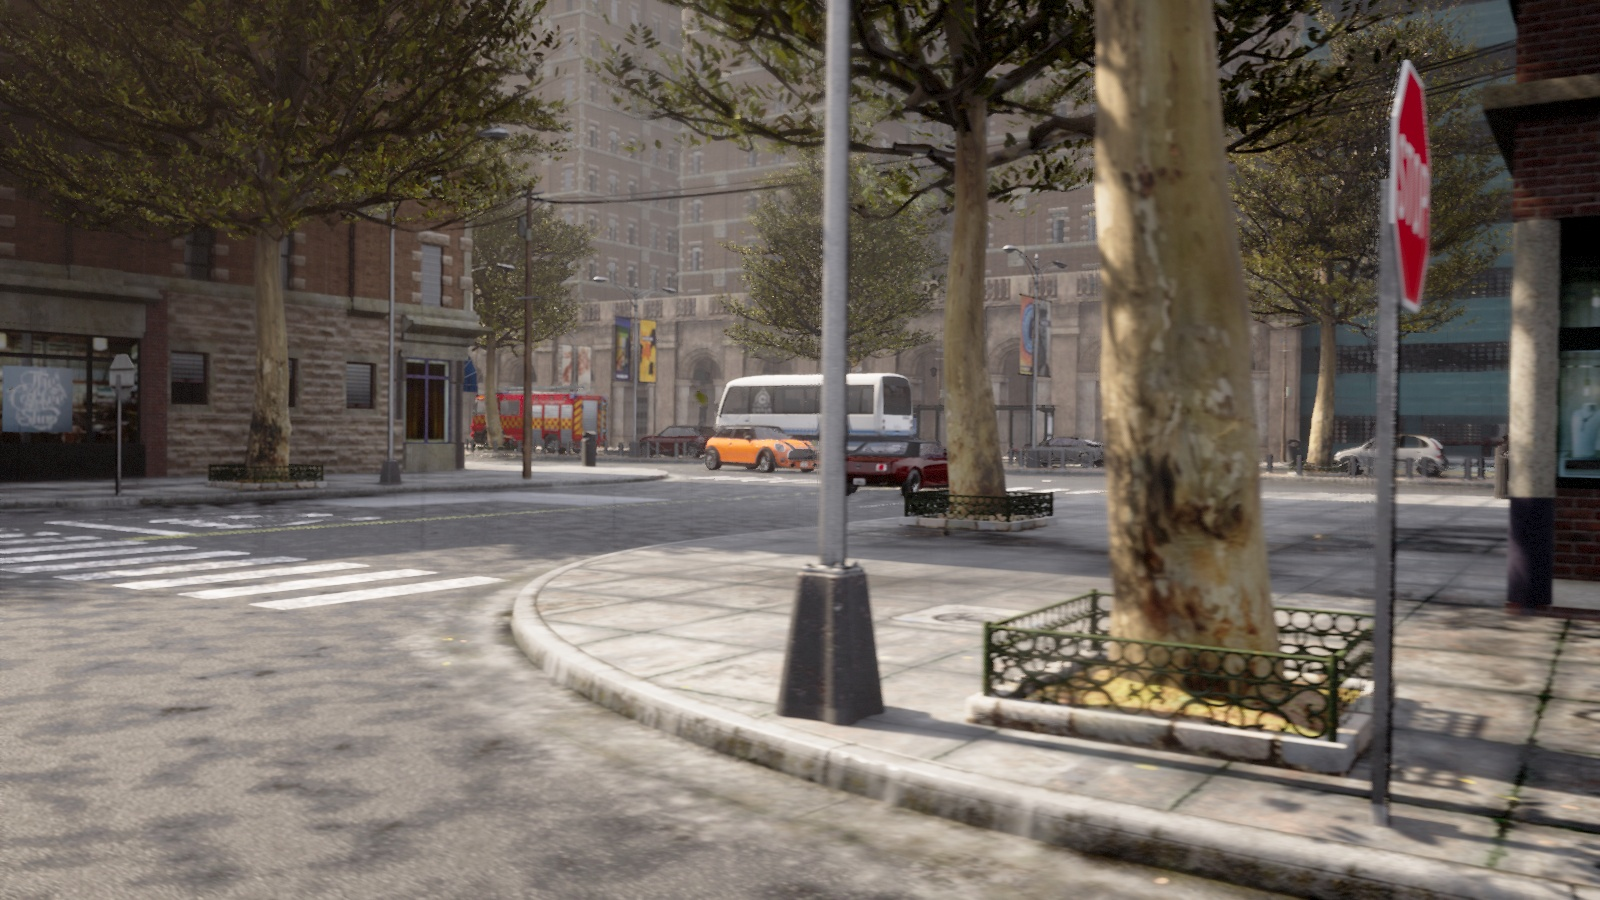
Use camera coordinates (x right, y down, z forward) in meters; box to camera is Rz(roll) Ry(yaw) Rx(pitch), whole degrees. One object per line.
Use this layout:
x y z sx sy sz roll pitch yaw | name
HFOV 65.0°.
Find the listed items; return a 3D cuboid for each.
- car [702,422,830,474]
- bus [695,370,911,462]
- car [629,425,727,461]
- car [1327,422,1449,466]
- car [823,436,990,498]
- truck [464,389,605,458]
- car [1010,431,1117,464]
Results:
-1.253 -0.100 44.525 2.097 1.767 4.553 -1 1 -42 | car
0.053 -1.629 62.821 10.273 4.253 3.944 0 1 33 | bus
-6.107 -0.355 62.715 4.553 1.767 2.097 0 1 33 | car
22.489 -0.259 48.052 3.988 1.617 1.851 0 1 33 | car
2.623 0.348 29.876 1.895 1.301 4.718 0 1 34 | car
-15.500 -1.484 73.079 8.468 3.827 2.891 0 1 33 | truck
11.575 -0.140 55.249 4.181 1.385 1.994 0 1 34 | car
